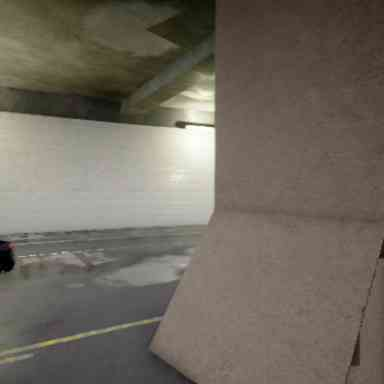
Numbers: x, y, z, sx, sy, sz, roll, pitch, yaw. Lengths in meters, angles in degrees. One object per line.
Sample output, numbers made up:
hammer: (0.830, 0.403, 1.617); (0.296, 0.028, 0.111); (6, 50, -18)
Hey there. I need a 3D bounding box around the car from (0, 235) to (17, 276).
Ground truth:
car: (-6.417, 1.441, 7.689); (4.181, 1.385, 1.994); (0, 1, -34)
